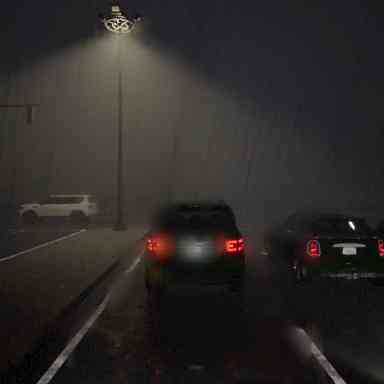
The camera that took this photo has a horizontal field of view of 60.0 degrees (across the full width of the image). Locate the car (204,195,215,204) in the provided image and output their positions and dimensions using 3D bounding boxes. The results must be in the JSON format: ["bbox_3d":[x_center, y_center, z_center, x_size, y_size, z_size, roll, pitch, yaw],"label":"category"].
[{"bbox_3d":[3.507,1.477,66.006,1.882,1.535,5.008,0,0,0],"label":"car"}]

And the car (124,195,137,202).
[{"bbox_3d":[-15.104,1.525,81.988,2.128,1.511,4.902,0,0,0],"label":"car"}]

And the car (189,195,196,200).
[{"bbox_3d":[0.120,1.595,95.391,1.895,1.301,4.718,0,0,1],"label":"car"}]

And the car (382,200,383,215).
[{"bbox_3d":[21.431,1.526,32.550,4.674,1.442,1.812,0,0,1],"label":"car"}]

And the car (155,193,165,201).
[{"bbox_3d":[-8.085,1.210,84.225,2.150,2.045,5.566,0,0,0],"label":"car"}]

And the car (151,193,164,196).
[{"bbox_3d":[-8.101,1.225,73.453,2.150,2.045,5.566,0,0,0],"label":"car"}]

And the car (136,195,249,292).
[{"bbox_3d":[0.067,1.221,9.075,2.150,2.045,5.566,0,0,0],"label":"car"}]

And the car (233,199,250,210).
[{"bbox_3d":[6.570,1.601,44.927,1.895,1.301,4.718,0,0,4],"label":"car"}]

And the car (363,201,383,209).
[{"bbox_3d":[7.066,1.221,8.772,2.150,2.045,5.566,0,0,0],"label":"car"}]

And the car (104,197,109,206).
[{"bbox_3d":[-15.162,1.564,53.238,1.994,1.385,4.181,0,0,0],"label":"car"}]

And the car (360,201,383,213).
[{"bbox_3d":[21.093,1.601,36.054,4.718,1.301,1.895,0,0,1],"label":"car"}]

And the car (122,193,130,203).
[{"bbox_3d":[-15.099,1.225,71.887,2.150,2.045,5.566,0,0,0],"label":"car"}]

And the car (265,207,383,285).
[{"bbox_3d":[3.566,1.352,9.645,2.097,1.767,4.553,0,0,0],"label":"car"}]

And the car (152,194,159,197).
[{"bbox_3d":[-8.141,1.547,62.932,2.033,1.411,5.357,0,0,1],"label":"car"}]

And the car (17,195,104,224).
[{"bbox_3d":[-9.704,1.221,24.466,5.566,2.045,2.150,0,0,-3],"label":"car"}]

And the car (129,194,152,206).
[{"bbox_3d":[-8.166,1.491,53.185,2.128,1.511,4.902,0,0,0],"label":"car"}]

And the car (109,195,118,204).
[{"bbox_3d":[-15.140,1.601,61.991,1.895,1.301,4.718,0,0,0],"label":"car"}]
